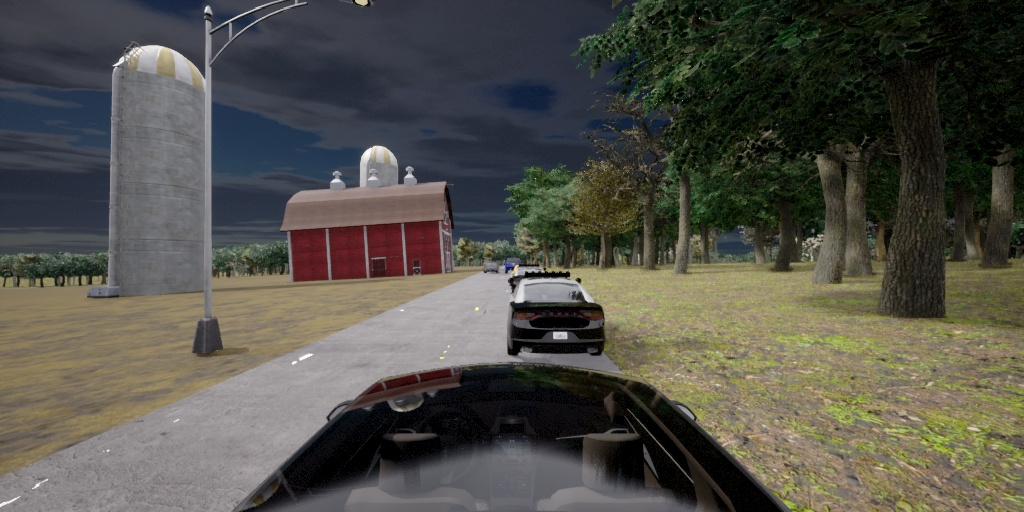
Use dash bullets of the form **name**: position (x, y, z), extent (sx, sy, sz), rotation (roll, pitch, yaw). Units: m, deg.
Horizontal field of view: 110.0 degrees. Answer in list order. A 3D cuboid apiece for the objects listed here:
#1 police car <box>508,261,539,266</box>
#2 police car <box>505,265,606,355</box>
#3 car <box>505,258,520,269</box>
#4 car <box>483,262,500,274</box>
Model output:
- **police car**: position (0.888, 1.231, 18.832), extent (1.930, 1.638, 5.238), rotation (0, 0, 0)
- **police car**: position (0.851, 1.187, 8.828), extent (1.930, 1.638, 5.238), rotation (0, 0, 0)
- **car**: position (0.207, 1.265, 47.309), extent (2.150, 2.045, 5.566), rotation (0, 0, 0)
- **car**: position (-2.587, 1.534, 45.757), extent (1.837, 1.490, 4.892), rotation (0, -1, 0)
